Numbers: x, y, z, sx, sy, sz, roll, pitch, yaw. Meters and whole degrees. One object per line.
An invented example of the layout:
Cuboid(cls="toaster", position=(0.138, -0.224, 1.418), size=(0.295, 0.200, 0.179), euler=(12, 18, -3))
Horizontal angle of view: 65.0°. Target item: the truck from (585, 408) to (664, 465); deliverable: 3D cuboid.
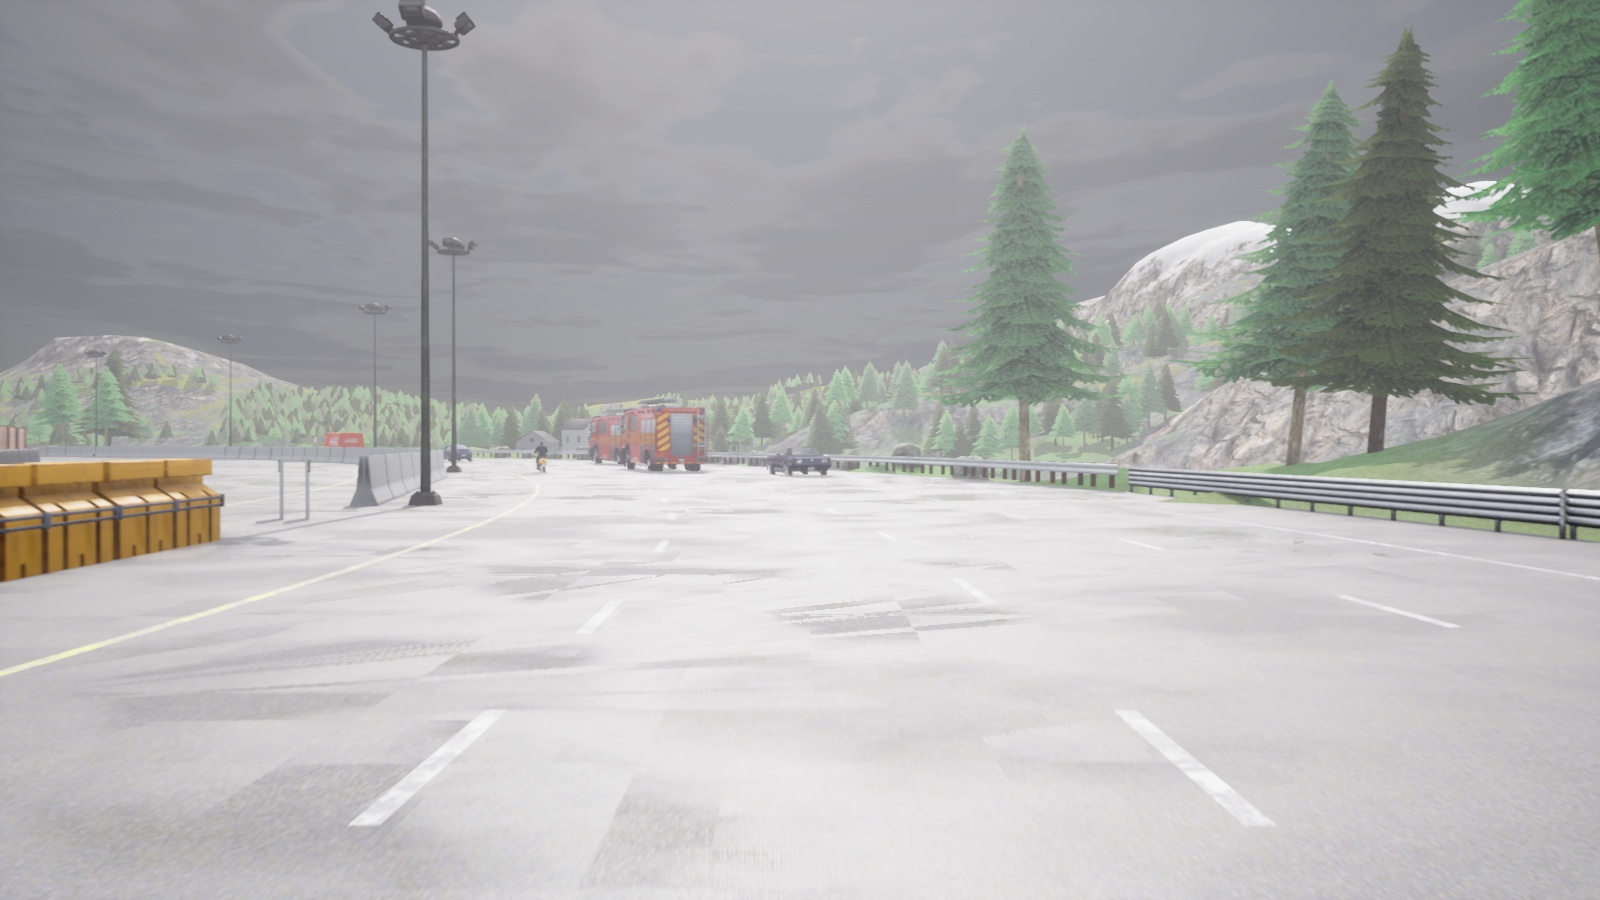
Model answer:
Cuboid(cls="truck", position=(-12.455, -0.927, 88.497), size=(2.891, 3.827, 8.468), euler=(0, 0, -27))

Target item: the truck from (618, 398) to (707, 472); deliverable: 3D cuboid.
Cuboid(cls="truck", position=(-7.739, -0.815, 69.358), size=(2.891, 3.827, 8.468), euler=(0, 0, -21))

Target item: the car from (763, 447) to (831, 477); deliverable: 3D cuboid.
Cuboid(cls="car", position=(-0.183, 0.520, 57.931), size=(1.895, 1.301, 4.718), euler=(0, 0, -17))
